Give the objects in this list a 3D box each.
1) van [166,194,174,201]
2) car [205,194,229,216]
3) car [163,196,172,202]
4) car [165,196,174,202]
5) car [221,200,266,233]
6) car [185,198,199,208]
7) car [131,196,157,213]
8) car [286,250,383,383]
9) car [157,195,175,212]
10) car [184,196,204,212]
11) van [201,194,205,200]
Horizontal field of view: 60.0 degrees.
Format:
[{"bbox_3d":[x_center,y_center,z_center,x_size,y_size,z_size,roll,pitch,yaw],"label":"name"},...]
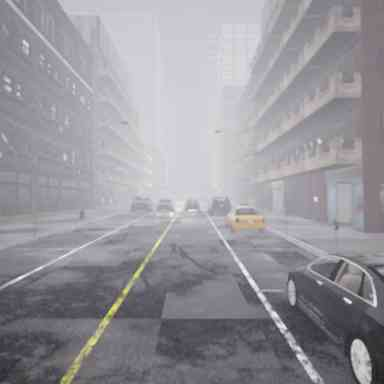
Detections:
[{"bbox_3d":[-5.808,1.403,88.032,1.690,1.788,3.998,1,0,0],"label":"van"},{"bbox_3d":[2.709,1.343,32.681,2.192,1.841,5.009,1,0,0],"label":"car"},{"bbox_3d":[-5.643,1.637,76.951,1.802,1.307,4.206,1,0,0],"label":"car"},{"bbox_3d":[-5.642,1.624,82.491,1.947,1.339,4.313,1,0,0],"label":"car"},{"bbox_3d":[3.000,1.473,19.549,1.801,1.575,5.366,0,0,0],"label":"car"},{"bbox_3d":[0.000,1.586,50.187,2.033,1.411,5.357,0,0,0],"label":"car"},{"bbox_3d":[-5.672,1.347,38.169,2.192,1.841,5.009,1,0,0],"label":"car"},{"bbox_3d":[2.704,1.555,4.978,2.008,1.369,4.403,1,0,0],"label":"car"},{"bbox_3d":[-3.090,1.510,39.377,1.882,1.535,5.008,0,0,0],"label":"car"},{"bbox_3d":[0.049,1.579,39.727,2.033,1.411,5.357,0,0,1],"label":"car"},{"bbox_3d":[2.709,1.396,77.004,1.690,1.788,3.998,1,0,0],"label":"van"}]
